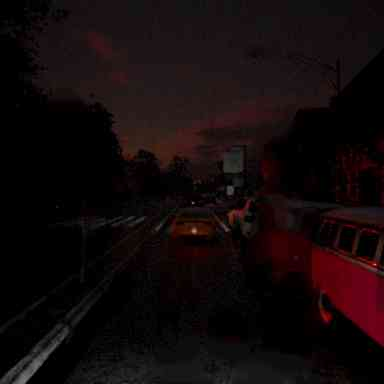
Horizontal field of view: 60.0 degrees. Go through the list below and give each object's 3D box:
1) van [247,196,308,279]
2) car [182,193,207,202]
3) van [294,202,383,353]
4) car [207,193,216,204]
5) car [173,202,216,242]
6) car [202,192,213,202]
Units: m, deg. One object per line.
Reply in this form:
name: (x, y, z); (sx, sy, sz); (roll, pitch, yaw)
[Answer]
van: (3.048, 1.248, 10.062); (1.878, 1.987, 4.442); (0, 0, 0)
car: (0.090, 1.160, 34.940); (2.150, 2.045, 5.566); (0, 0, 0)
van: (3.049, 1.253, 4.515); (1.878, 1.987, 4.442); (0, 0, 0)
car: (2.909, 1.185, 54.416); (1.837, 1.490, 4.892); (0, 2, 0)
car: (0.095, 1.463, 16.373); (1.882, 1.535, 5.008); (0, 0, 0)
car: (2.906, 0.917, 62.266); (1.882, 1.535, 5.008); (0, 2, 0)
